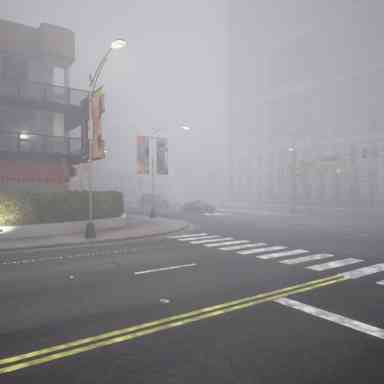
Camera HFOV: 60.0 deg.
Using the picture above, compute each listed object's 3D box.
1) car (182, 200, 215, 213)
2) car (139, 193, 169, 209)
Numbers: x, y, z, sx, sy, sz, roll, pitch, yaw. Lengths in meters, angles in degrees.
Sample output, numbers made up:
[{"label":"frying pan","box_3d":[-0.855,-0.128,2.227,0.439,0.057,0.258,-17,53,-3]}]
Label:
[{"label":"car","box_3d":[0.701,1.564,36.686,1.994,1.385,4.181,0,0,-35]},{"label":"car","box_3d":[-5.237,1.221,45.321,2.150,2.045,5.566,0,0,-35]}]
